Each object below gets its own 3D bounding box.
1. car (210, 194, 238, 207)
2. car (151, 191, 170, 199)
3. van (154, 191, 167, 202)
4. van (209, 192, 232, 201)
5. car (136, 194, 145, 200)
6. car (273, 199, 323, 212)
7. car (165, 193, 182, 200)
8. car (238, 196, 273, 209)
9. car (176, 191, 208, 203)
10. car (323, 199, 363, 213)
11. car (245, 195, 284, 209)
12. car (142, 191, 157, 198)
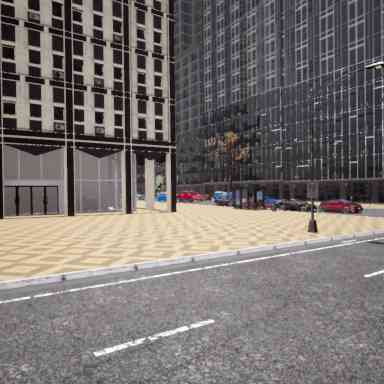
[{"bbox_3d":[4.837,1.319,44.836,1.947,1.339,4.313,0,1,-34],"label":"car"},{"bbox_3d":[-7.382,0.615,77.765,2.192,1.841,5.009,0,1,-34],"label":"car"},{"bbox_3d":[-4.713,0.937,58.956,1.690,1.788,3.998,0,1,-34],"label":"van"},{"bbox_3d":[5.412,0.855,58.972,1.690,1.788,3.998,0,1,-34],"label":"van"},{"bbox_3d":[-11.111,1.039,68.355,2.008,1.369,4.403,0,1,-34],"label":"car"},{"bbox_3d":[11.172,1.424,35.395,1.947,1.339,4.313,0,1,-34],"label":"car"},{"bbox_3d":[-4.183,0.936,73.070,1.802,1.307,4.206,0,1,-34],"label":"car"},{"bbox_3d":[7.987,1.388,40.105,1.802,1.307,4.206,0,1,-34],"label":"car"},{"bbox_3d":[-0.157,0.817,56.910,2.150,2.045,5.566,-1,1,-34],"label":"car"},{"bbox_3d":[15.258,1.408,34.211,1.994,1.385,4.181,-1,1,-34],"label":"car"},{"bbox_3d":[9.314,1.226,42.946,1.882,1.535,5.008,-1,1,-34],"label":"car"},{"bbox_3d":[-10.581,0.686,82.464,1.967,1.590,4.097,0,1,-34],"label":"car"}]
